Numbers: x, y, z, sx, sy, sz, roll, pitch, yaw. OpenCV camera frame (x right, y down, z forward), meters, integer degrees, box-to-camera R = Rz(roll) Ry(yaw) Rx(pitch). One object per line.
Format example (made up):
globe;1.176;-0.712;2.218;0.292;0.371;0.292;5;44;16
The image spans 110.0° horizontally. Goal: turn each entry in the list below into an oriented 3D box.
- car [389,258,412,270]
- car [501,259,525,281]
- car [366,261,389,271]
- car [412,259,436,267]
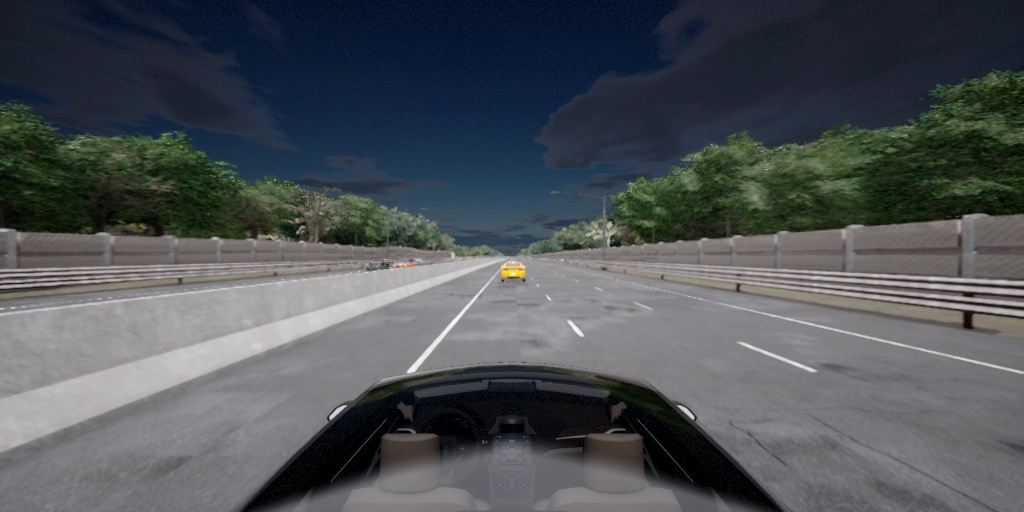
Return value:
car;-14.038;1.101;47.127;2.097;1.767;4.553;0;0;0
car;0.105;1.229;30.119;1.882;1.535;5.008;0;0;0
car;-17.538;1.311;47.219;1.994;1.385;4.181;0;0;1
car;-10.552;1.312;44.421;1.994;1.385;4.181;0;0;0
